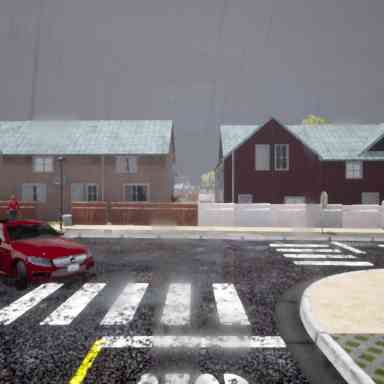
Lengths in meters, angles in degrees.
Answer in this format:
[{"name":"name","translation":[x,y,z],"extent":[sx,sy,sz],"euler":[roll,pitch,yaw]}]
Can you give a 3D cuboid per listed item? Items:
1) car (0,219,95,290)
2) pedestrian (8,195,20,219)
[{"name":"car","translation":[-4.692,1.503,9.155],"extent":[4.674,1.442,1.812],"euler":[1,0,35]},{"name":"pedestrian","translation":[-9.362,1.053,17.417],"extent":[0.375,1.860,0.375],"euler":[0,0,1]}]
